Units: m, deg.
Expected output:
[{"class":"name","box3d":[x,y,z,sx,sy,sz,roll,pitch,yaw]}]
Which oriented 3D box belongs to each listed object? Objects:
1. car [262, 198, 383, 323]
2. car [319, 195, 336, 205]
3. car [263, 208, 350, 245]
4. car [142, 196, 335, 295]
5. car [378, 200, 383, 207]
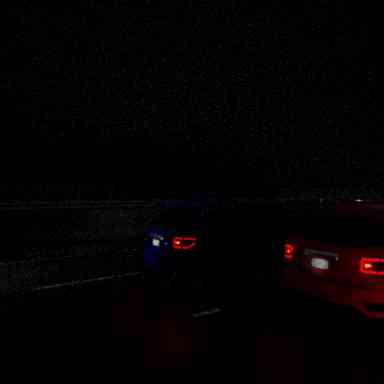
[{"class":"car","box3d":[4.232,1.239,6.890,5.566,2.045,2.150,0,0,-36]},{"class":"car","box3d":[27.493,1.591,67.332,2.097,1.767,4.553,1,1,38]},{"class":"car","box3d":[5.680,1.596,16.402,4.181,1.385,1.994,0,0,-36]},{"class":"car","box3d":[1.387,1.236,9.026,5.566,2.045,2.150,0,0,-35]},{"class":"car","box3d":[35.285,2.030,59.156,4.718,1.301,1.895,1,-1,-36]}]
